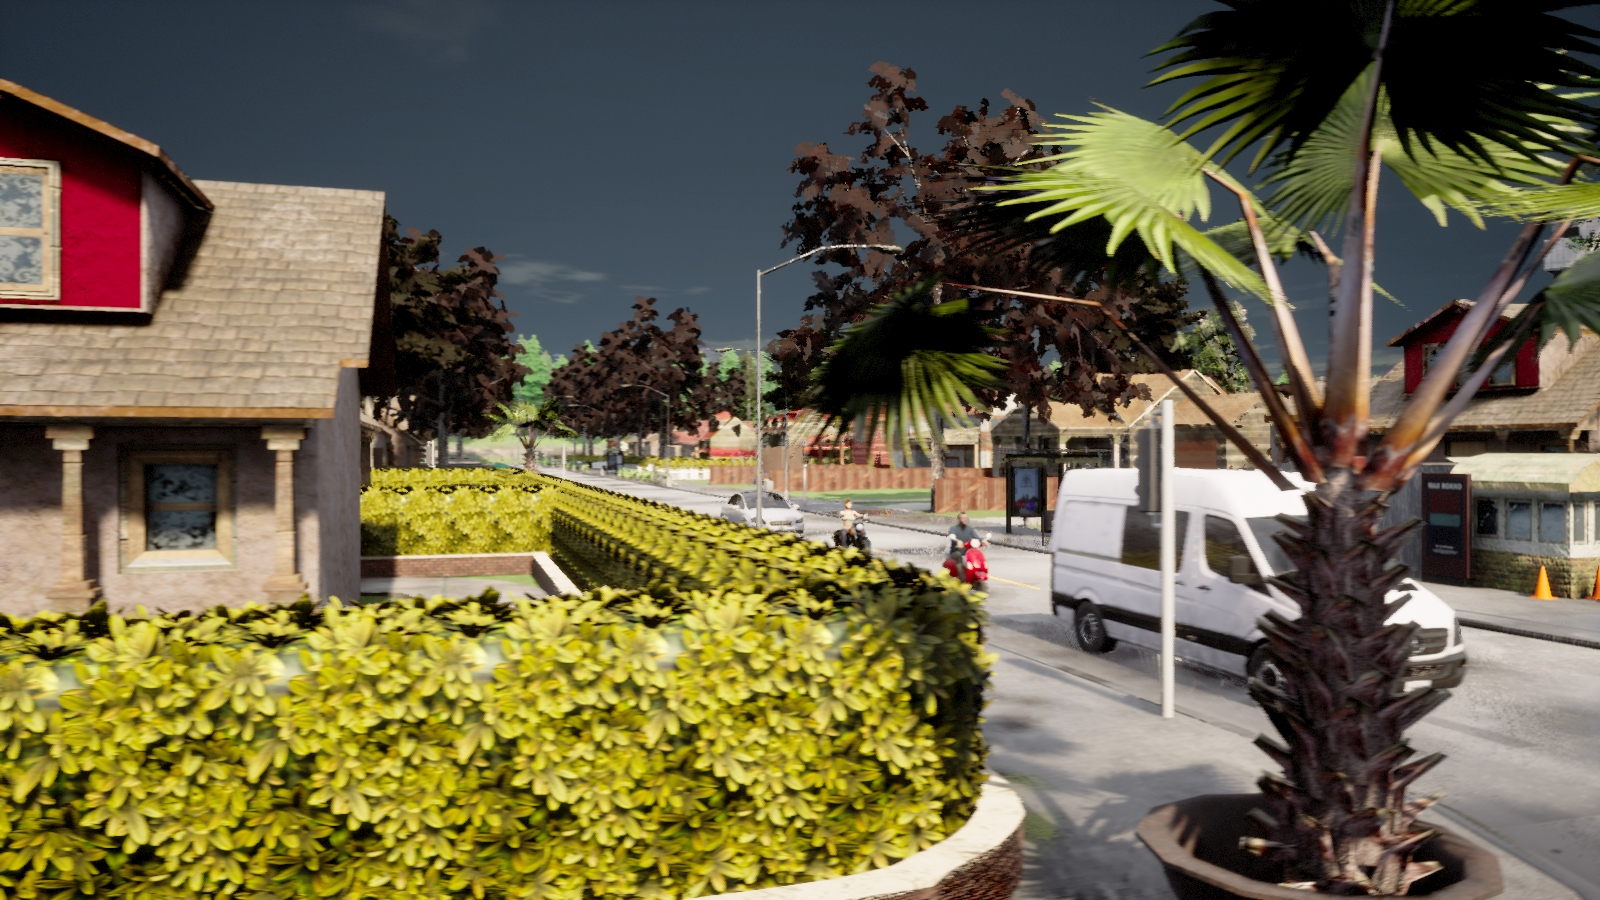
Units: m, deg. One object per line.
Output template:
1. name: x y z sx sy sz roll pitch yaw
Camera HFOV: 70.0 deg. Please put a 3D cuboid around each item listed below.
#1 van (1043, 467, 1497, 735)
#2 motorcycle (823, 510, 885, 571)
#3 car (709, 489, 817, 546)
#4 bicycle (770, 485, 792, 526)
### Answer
1. van: 5.430 1.543 14.419 1.988 2.561 5.915 0 0 -17
2. motorcycle: 1.289 2.173 27.902 0.764 1.307 2.356 0 0 -17
3. car: -1.265 2.085 36.238 2.231 1.480 4.892 0 0 -17
4. bicycle: -0.741 2.090 43.640 0.329 1.471 1.835 0 0 -17
